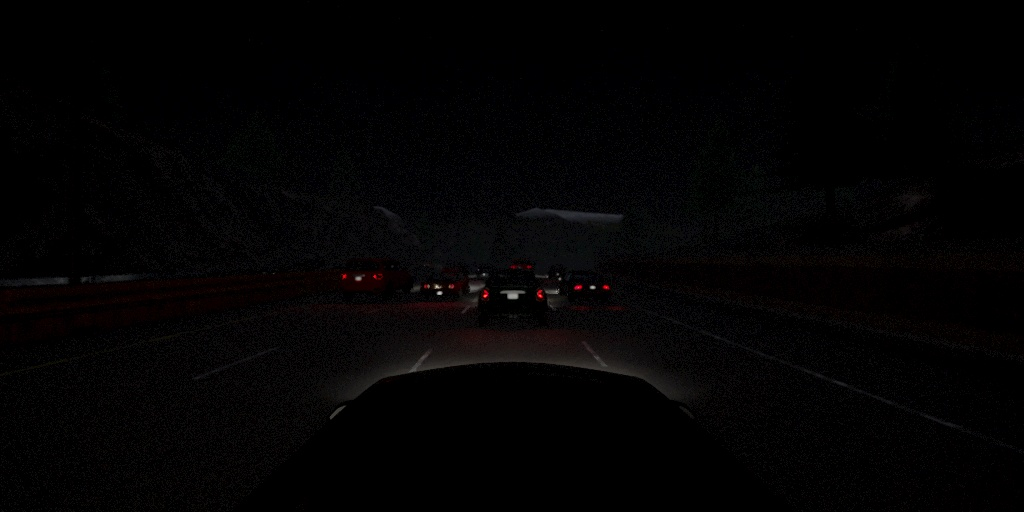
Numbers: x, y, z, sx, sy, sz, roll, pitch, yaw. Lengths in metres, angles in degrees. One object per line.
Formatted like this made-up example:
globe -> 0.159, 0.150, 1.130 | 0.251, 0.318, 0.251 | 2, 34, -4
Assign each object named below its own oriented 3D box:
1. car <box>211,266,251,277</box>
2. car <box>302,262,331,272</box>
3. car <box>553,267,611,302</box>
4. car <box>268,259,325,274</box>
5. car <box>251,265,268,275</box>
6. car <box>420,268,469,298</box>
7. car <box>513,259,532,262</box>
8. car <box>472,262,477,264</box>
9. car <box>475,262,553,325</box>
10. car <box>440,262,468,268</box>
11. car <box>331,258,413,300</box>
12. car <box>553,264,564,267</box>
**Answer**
car -> -27.304, 1.674, 35.930 | 1.895, 1.301, 4.718 | 0, -1, 6
car -> -16.980, 1.573, 33.482 | 1.812, 1.442, 4.674 | 0, -1, 6
car -> 3.513, 1.446, 18.149 | 2.033, 1.411, 5.357 | 0, -1, 0
car -> -20.367, 1.286, 34.925 | 2.150, 2.045, 5.566 | 0, -1, 5
car -> -23.640, 1.307, 37.333 | 2.150, 2.045, 5.566 | 0, -1, 7
car -> -3.470, 1.515, 19.481 | 1.895, 1.301, 4.718 | 0, -1, 0
car -> 1.200, 1.295, 37.266 | 2.150, 2.045, 5.566 | 0, -1, 7
car -> -2.375, 1.562, 36.620 | 2.128, 1.511, 4.902 | 0, 0, 7
car -> 0.023, 1.199, 12.398 | 2.097, 1.767, 4.553 | 0, -1, 0
car -> -5.808, 1.555, 37.350 | 1.882, 1.535, 5.008 | 0, 0, 7
car -> -6.970, 1.134, 18.991 | 2.150, 2.045, 5.566 | 0, 0, 0
car -> 4.768, 1.598, 37.279 | 1.812, 1.442, 4.674 | 0, 0, 7
